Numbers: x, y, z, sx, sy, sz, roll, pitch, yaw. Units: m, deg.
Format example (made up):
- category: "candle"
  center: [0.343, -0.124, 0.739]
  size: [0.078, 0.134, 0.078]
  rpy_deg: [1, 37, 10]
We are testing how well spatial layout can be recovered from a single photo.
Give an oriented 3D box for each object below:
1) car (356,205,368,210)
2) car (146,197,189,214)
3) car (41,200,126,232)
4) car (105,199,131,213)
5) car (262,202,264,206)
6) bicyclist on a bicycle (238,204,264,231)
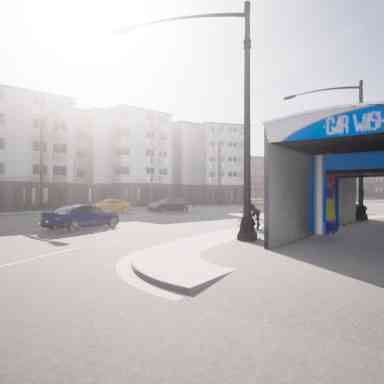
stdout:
- category: "car"
  center: [15.615, 1.601, 34.066]
  size: [4.718, 1.301, 1.895]
  rpy_deg: [0, 0, -22]
- category: "car"
  center: [-2.613, 1.352, 35.457]
  size: [4.553, 1.767, 2.097]
  rpy_deg: [0, 0, -39]
- category: "car"
  center: [-6.599, 1.477, 20.184]
  size: [1.882, 1.535, 5.008]
  rpy_deg: [0, 0, 31]
- category: "car"
  center: [-8.709, 1.477, 34.559]
  size: [1.882, 1.535, 5.008]
  rpy_deg: [0, 0, 45]
- category: "car"
  center: [12.550, 1.601, 48.066]
  size: [4.718, 1.301, 1.895]
  rpy_deg: [0, 0, -19]
- category: "bicyclist on a bicycle"
  center: [3.224, 1.301, 18.277]
  size: [1.656, 1.620, 0.582]
  rpy_deg: [0, 0, 38]
